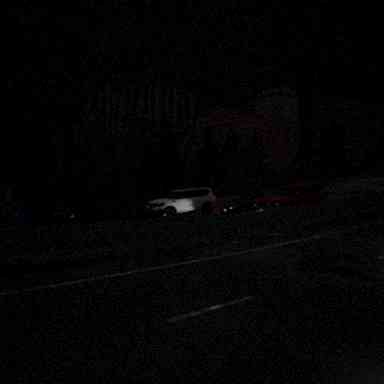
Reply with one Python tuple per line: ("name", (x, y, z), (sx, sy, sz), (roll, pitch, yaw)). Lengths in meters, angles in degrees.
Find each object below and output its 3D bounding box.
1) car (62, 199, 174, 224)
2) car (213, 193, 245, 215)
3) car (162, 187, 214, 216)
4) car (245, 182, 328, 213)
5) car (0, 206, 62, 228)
("car", (-3.956, 1.411, 18.310), (5.357, 1.411, 2.033), (-2, 1, -35))
("car", (4.219, 0.813, 24.091), (4.892, 1.490, 1.837), (-6, 3, -35))
("car", (-0.706, 0.773, 24.913), (5.566, 2.045, 2.150), (-5, 3, -35))
("car", (6.370, 0.508, 21.255), (5.566, 2.045, 2.150), (-5, 3, -35))
("car", (-9.434, 1.517, 18.735), (5.357, 1.411, 2.033), (-1, 1, -36))
